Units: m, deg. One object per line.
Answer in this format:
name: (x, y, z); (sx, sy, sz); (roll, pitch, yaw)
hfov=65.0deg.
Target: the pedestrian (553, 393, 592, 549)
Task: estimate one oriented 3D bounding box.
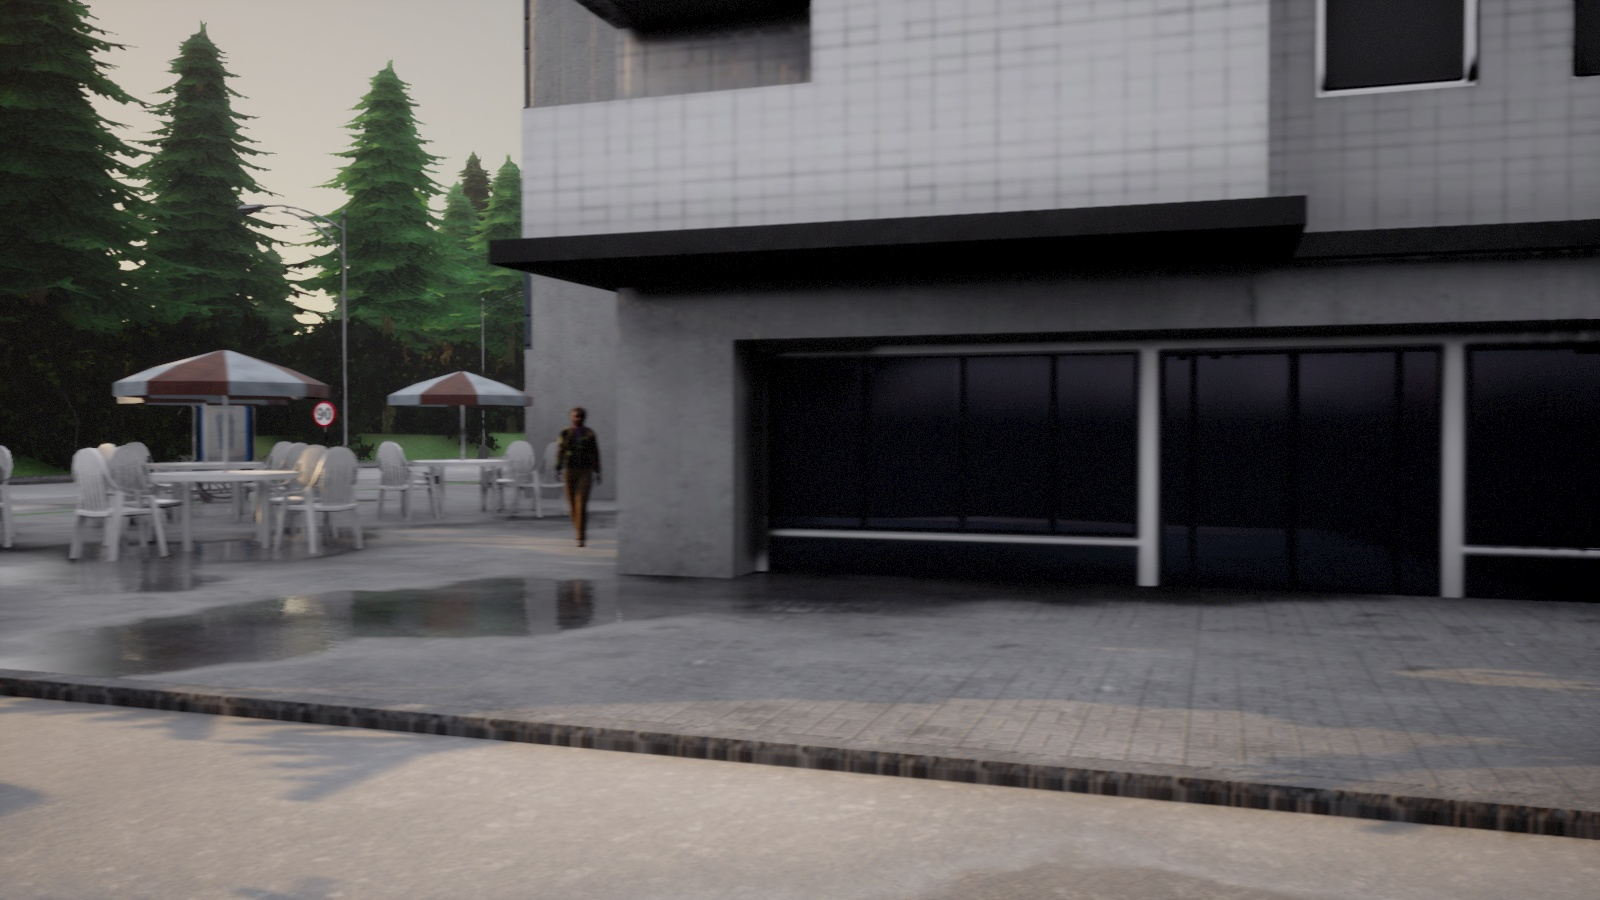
pedestrian: (-2.884, 0.261, 15.913); (0.395, 1.930, 0.692); (0, 1, -3)
